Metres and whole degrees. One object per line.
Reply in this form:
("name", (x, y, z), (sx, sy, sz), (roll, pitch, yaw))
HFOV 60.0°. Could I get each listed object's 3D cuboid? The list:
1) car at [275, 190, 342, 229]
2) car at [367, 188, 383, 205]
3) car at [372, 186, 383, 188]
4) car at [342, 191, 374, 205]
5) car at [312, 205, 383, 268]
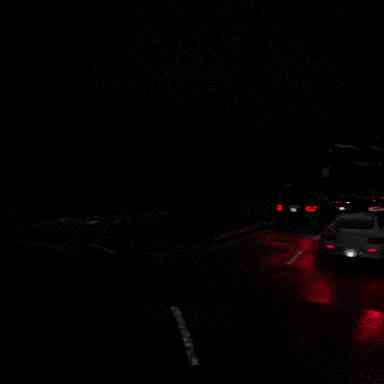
("car", (6.372, 0.891, 18.218), (2.150, 2.045, 5.566), (1, 2, 34))
("car", (19.581, 0.646, 34.294), (5.008, 1.535, 1.882), (-2, 2, -45))
("car", (32.736, -0.209, 58.990), (5.008, 1.535, 2.097), (-2, 2, -40))
("car", (12.825, 0.913, 26.774), (1.837, 1.490, 4.892), (1, 2, 40))
("car", (5.388, 1.381, 10.913), (1.812, 1.442, 4.674), (1, 1, 29))
